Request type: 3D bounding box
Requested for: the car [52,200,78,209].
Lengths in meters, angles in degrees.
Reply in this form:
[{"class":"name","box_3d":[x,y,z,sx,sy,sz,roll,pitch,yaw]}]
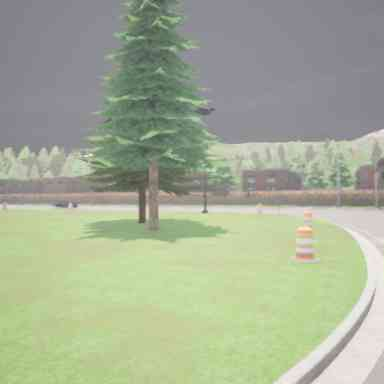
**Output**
[{"class":"car","box_3d":[-22.379,2.136,58.384,4.892,1.490,1.837,-1,0,24]}]
